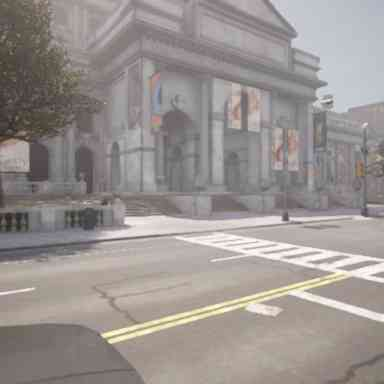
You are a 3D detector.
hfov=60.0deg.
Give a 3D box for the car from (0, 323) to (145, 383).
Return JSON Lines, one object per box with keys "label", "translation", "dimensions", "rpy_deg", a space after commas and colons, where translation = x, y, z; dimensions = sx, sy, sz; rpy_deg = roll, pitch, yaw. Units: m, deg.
{"label": "car", "translation": [-2.841, 1.550, 1.737], "dimensions": [5.357, 1.411, 2.033], "rpy_deg": [0, 0, -35]}
